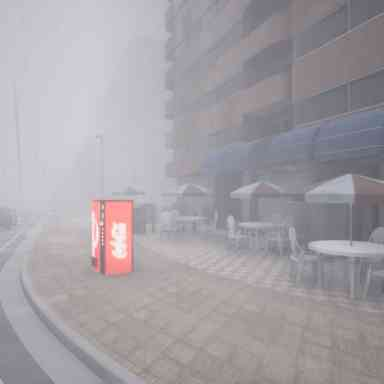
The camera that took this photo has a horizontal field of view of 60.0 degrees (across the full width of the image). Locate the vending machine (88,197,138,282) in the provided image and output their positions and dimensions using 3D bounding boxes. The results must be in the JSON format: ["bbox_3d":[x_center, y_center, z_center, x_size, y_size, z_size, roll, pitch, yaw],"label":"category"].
[{"bbox_3d":[-2.149,1.195,8.982,1.100,2.100,0.880,0,0,-31],"label":"vending machine"}]

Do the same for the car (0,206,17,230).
[{"bbox_3d":[-12.217,1.563,20.784,1.994,1.385,4.181,0,0,-22],"label":"car"}]
